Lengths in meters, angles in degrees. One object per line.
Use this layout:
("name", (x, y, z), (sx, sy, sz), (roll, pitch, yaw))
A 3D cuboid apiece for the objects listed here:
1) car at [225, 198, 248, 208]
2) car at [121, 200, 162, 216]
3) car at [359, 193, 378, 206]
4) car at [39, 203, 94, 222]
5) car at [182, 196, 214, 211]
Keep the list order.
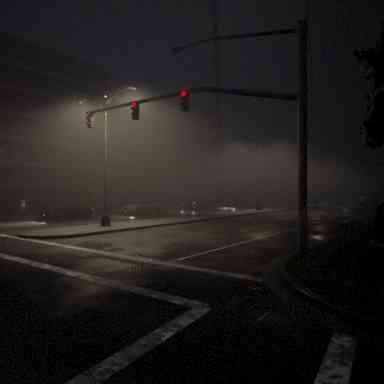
("car", (6.611, 1.564, 49.404), (1.994, 1.385, 4.181), (0, 0, 36))
("car", (-4.960, 1.524, 33.480), (1.812, 1.442, 4.674), (0, 0, 36))
("car", (28.728, 1.221, 54.042), (2.150, 2.045, 5.566), (0, 0, 36))
("car", (-9.952, 1.564, 26.600), (1.994, 1.385, 4.181), (0, 0, 36))
("car", (0.772, 1.352, 41.376), (2.097, 1.767, 4.553), (0, 0, 36))
